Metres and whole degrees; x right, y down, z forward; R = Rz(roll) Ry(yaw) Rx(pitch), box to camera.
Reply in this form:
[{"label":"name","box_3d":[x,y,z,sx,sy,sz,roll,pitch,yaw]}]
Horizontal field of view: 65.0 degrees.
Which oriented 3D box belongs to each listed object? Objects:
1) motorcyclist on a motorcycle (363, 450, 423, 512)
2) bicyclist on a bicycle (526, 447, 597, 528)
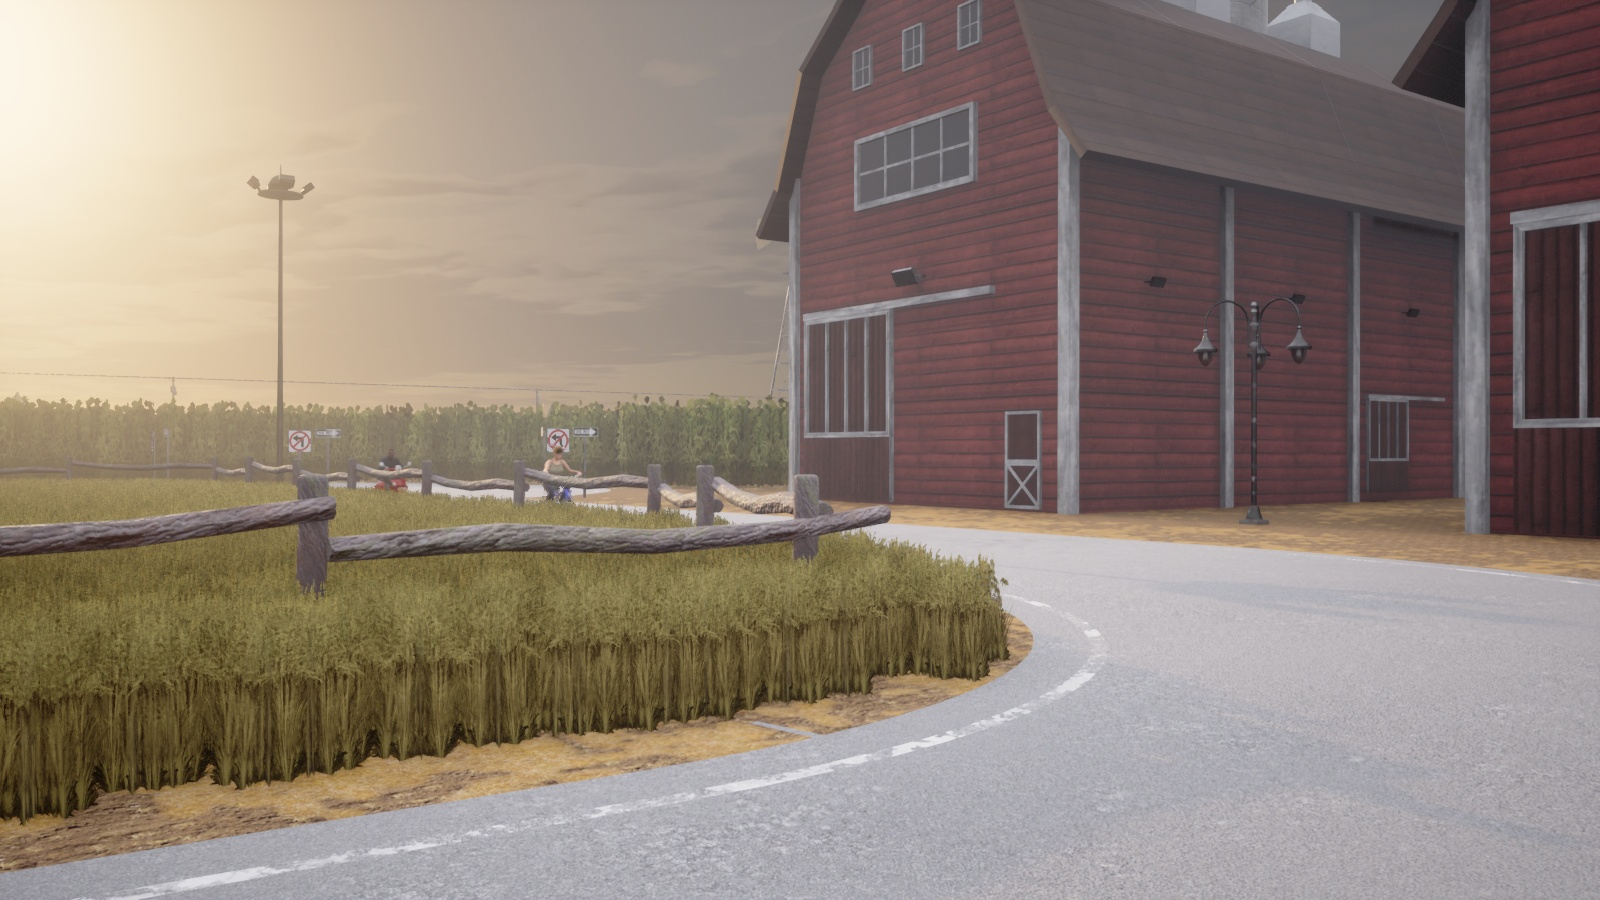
[{"label":"motorcyclist on a motorcycle","box_3d":[-10.841,0.803,33.418,0.866,1.590,1.817,0,0,-41]},{"label":"bicyclist on a bicycle","box_3d":[-4.956,0.755,26.041,0.866,1.612,1.509,0,0,-38]}]
